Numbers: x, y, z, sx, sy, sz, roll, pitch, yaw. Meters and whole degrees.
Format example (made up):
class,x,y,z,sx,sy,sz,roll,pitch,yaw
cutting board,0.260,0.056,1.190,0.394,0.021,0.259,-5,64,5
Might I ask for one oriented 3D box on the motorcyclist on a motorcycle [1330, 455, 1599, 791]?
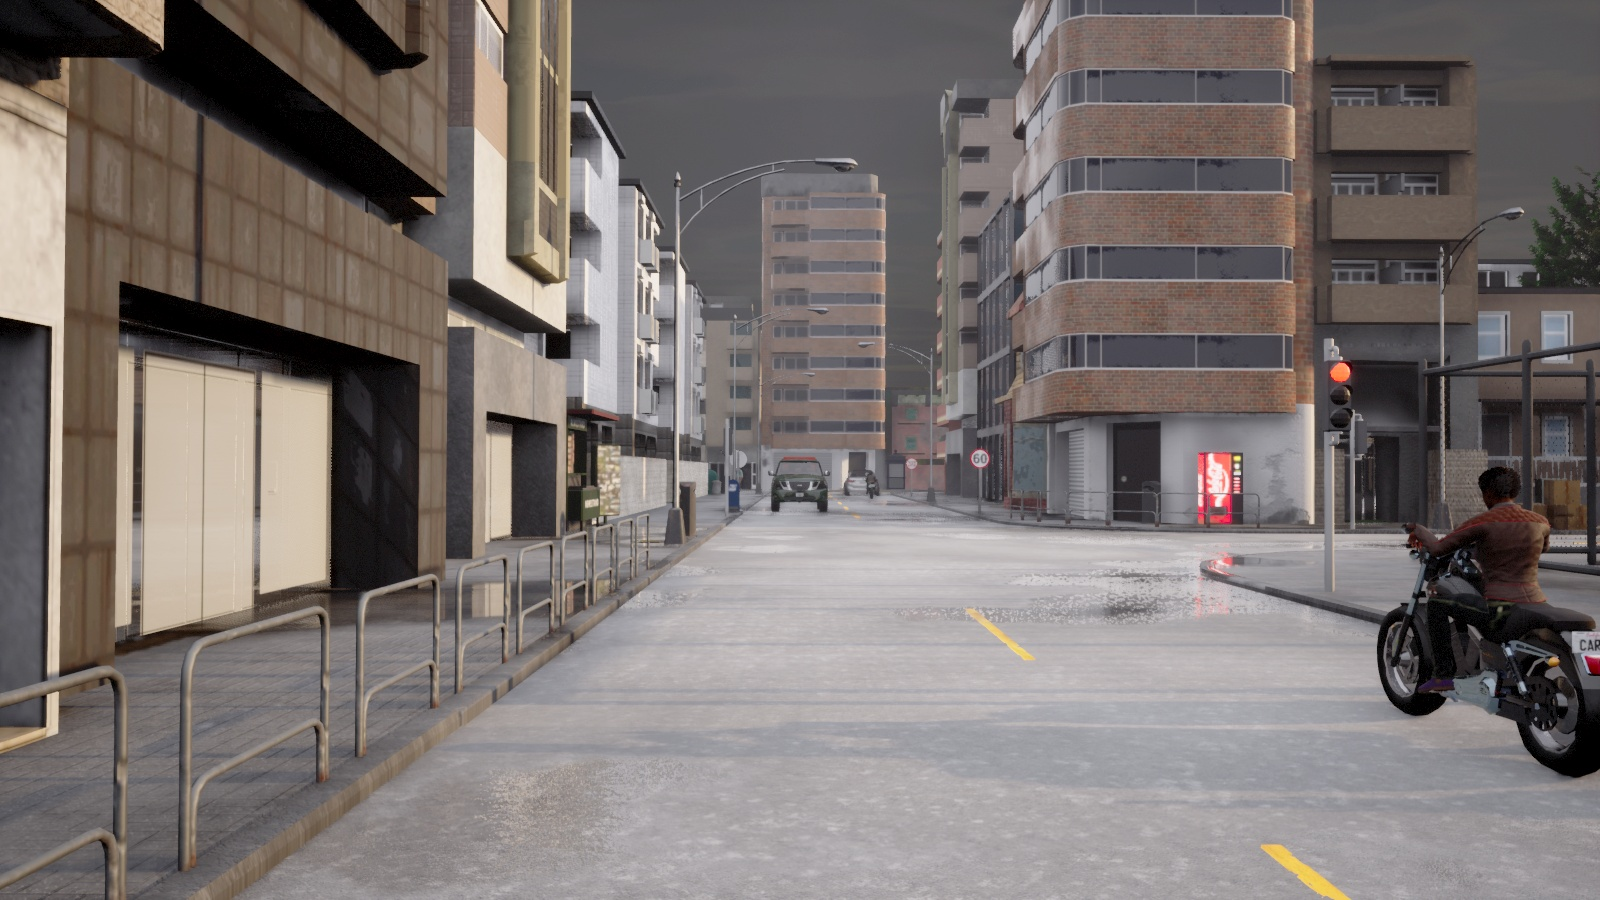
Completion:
class,x,y,z,sx,sy,sz,roll,pitch,yaw
motorcyclist on a motorcycle,3.999,0.872,7.367,0.766,1.649,2.350,0,-1,0

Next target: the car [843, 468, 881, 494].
class,x,y,z,sx,sy,sz,roll,pitch,yaw
car,3.998,2.013,81.827,2.242,1.667,4.611,0,-1,0

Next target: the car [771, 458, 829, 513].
class,x,y,z,sx,sy,sz,roll,pitch,yaw
car,-0.029,1.368,49.796,2.150,2.045,5.566,0,-1,-1
